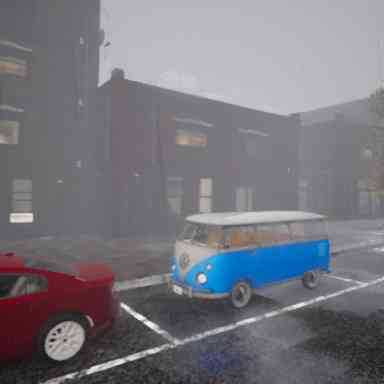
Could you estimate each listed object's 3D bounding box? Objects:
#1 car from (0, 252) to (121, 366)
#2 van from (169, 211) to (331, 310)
[{"bbox_3d":[-3.184,1.545,4.272,4.507,1.381,1.887,0,1,-35],"label":"car"},{"bbox_3d":[1.449,1.353,7.572,3.998,1.788,1.690,0,1,-35],"label":"van"}]
